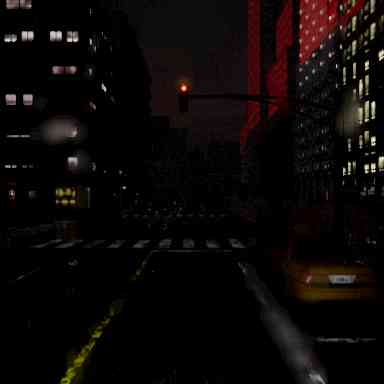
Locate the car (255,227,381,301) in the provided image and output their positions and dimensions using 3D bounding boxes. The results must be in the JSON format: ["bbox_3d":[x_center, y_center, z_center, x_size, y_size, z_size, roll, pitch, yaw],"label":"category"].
[{"bbox_3d":[2.685,1.525,8.258,1.752,1.417,4.829,0,0,0],"label":"car"}]

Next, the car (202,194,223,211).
[{"bbox_3d":[2.682,1.328,40.501,2.192,1.841,5.009,0,0,0],"label":"car"}]

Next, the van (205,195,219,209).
[{"bbox_3d":[2.681,1.360,46.027,1.690,1.788,3.998,0,0,0],"label":"van"}]

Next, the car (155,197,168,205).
[{"bbox_3d":[-5.699,1.586,62.606,1.887,1.381,4.507,0,0,0],"label":"car"}]

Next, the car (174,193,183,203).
[{"bbox_3d":[-3.011,1.275,68.797,2.150,2.045,5.566,0,0,0],"label":"car"}]

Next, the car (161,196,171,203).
[{"bbox_3d":[-5.700,1.642,73.660,1.802,1.307,4.206,0,0,0],"label":"car"}]

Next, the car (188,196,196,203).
[{"bbox_3d":[-0.004,1.559,70.908,1.837,1.490,4.892,0,0,0],"label":"car"}]

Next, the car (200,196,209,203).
[{"bbox_3d":[2.680,1.605,73.661,1.887,1.381,4.507,0,0,0],"label":"car"}]

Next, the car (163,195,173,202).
[{"bbox_3d":[-5.701,1.510,79.187,1.967,1.590,4.097,0,0,0],"label":"car"}]

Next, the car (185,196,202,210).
[{"bbox_3d":[0.097,1.541,42.864,1.812,1.442,4.674,0,0,0],"label":"car"}]

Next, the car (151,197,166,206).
[{"bbox_3d":[-5.699,1.584,57.080,2.008,1.369,4.403,0,0,0],"label":"car"}]

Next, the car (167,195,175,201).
[{"bbox_3d":[-5.701,1.617,90.070,1.752,1.417,4.829,0,0,0],"label":"car"}]

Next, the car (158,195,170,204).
[{"bbox_3d":[-5.700,1.491,68.133,1.967,1.590,4.097,0,0,0],"label":"car"}]

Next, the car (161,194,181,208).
[{"bbox_3d":[-3.101,1.500,48.941,1.882,1.535,5.008,0,0,0],"label":"car"}]

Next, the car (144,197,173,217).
[{"bbox_3d":[-3.104,1.534,31.609,1.812,1.442,4.674,0,0,0],"label":"car"}]

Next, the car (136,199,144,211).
[{"bbox_3d":[-5.697,1.564,40.500,2.008,1.369,4.403,0,0,0],"label":"car"}]
